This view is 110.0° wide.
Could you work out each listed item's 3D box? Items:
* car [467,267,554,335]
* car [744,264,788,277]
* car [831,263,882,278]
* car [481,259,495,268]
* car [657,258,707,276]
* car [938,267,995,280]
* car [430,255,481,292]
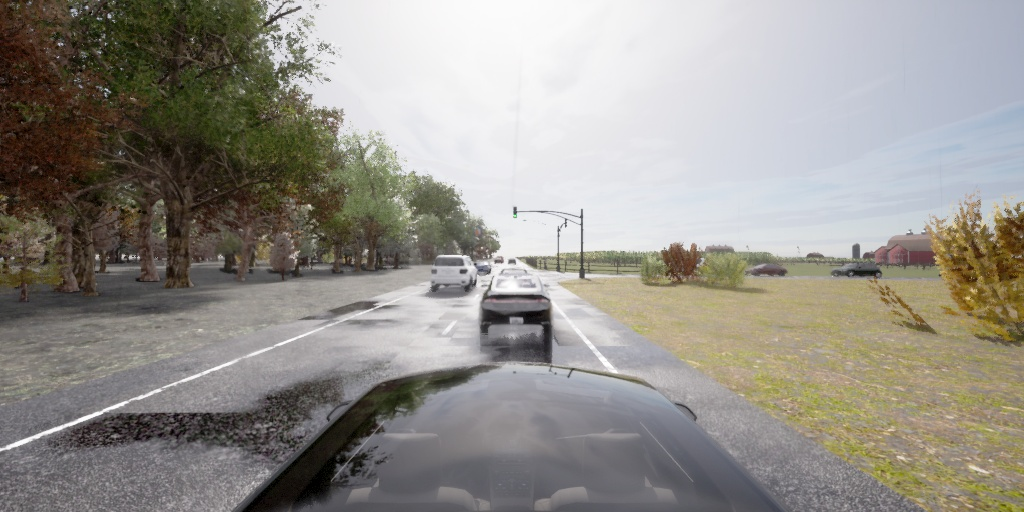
[{"bbox_3d":[0.106,1.244,10.532,2.128,1.511,4.902,0,0,0],"label":"car"},{"bbox_3d":[29.361,1.654,41.606,4.674,1.442,1.812,0,-1,0],"label":"car"},{"bbox_3d":[39.795,1.594,41.545,4.553,1.767,2.097,1,-1,0],"label":"car"},{"bbox_3d":[-3.381,1.304,41.475,2.033,1.411,5.357,0,0,0],"label":"car"},{"bbox_3d":[19.678,1.244,41.660,5.566,2.045,2.150,1,-1,0],"label":"car"},{"bbox_3d":[48.608,1.825,37.899,5.357,1.411,2.033,1,-1,1],"label":"car"},{"bbox_3d":[-3.389,0.978,21.688,2.150,2.045,5.566,0,0,0],"label":"car"}]
